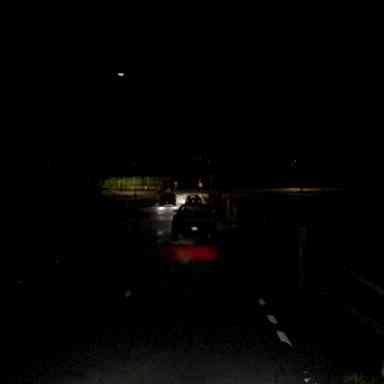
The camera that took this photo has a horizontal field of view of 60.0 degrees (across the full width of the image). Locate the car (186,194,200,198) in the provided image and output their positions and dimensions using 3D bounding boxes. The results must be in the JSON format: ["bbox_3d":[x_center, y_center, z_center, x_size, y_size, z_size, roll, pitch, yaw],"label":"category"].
[{"bbox_3d":[0.110,0.966,36.087,2.033,1.411,5.357,0,1,0],"label":"car"}]

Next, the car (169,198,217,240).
[{"bbox_3d":[0.101,1.275,15.799,1.882,1.535,5.008,0,1,0],"label":"car"}]

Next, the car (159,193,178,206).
[{"bbox_3d":[-2.741,0.867,38.955,1.837,1.490,4.892,0,1,0],"label":"car"}]
